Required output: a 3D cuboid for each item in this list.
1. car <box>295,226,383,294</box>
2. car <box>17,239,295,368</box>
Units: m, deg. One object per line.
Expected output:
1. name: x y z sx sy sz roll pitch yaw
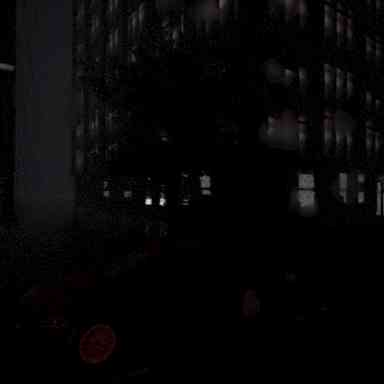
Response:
1. car: 4.035 1.615 8.961 4.313 1.339 1.947 0 0 -35
2. car: -0.484 1.561 5.749 4.507 1.381 1.887 0 0 -35
